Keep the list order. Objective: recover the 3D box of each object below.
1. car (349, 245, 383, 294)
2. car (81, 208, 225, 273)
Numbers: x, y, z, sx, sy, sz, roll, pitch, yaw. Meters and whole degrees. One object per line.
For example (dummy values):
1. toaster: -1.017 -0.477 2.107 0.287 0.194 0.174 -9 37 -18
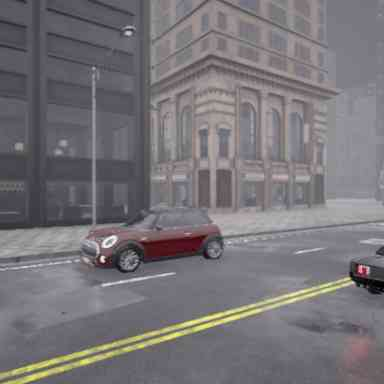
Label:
1. car: 5.644 1.601 7.478 4.718 1.301 1.895 0 0 -35
2. car: -1.168 1.352 10.791 4.553 1.767 2.097 0 0 -35
